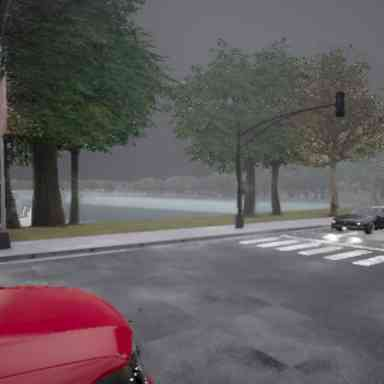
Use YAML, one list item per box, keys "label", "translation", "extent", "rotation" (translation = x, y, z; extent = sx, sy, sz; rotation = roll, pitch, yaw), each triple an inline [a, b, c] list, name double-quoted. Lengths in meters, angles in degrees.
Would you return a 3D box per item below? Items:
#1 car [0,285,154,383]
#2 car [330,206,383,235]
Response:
- label: "car"
  translation: [-2.818, 1.218, 1.426]
  extent: [5.566, 2.045, 2.150]
  rotation: [0, 0, -35]
- label: "car"
  translation: [10.099, 1.509, 18.870]
  extent: [5.357, 1.411, 2.033]
  rotation: [0, 0, -36]
